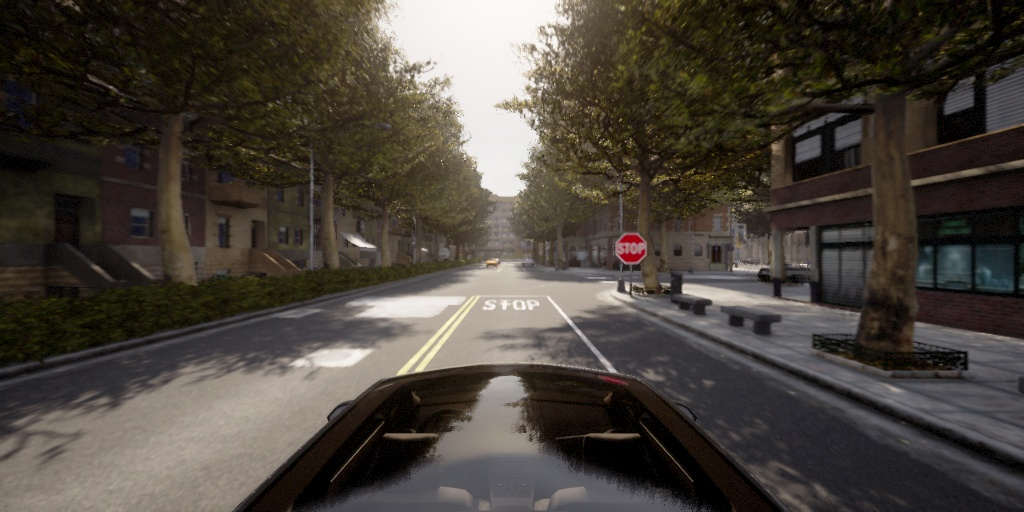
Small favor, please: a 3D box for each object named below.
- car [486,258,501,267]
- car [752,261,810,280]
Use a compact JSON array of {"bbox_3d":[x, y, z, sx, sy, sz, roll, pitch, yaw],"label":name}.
[{"bbox_3d":[-3.518,1.168,63.361,1.882,1.535,5.008,0,0,0],"label":"car"},{"bbox_3d":[22.384,1.293,29.051,4.181,1.385,1.994,0,0,-1],"label":"car"}]
